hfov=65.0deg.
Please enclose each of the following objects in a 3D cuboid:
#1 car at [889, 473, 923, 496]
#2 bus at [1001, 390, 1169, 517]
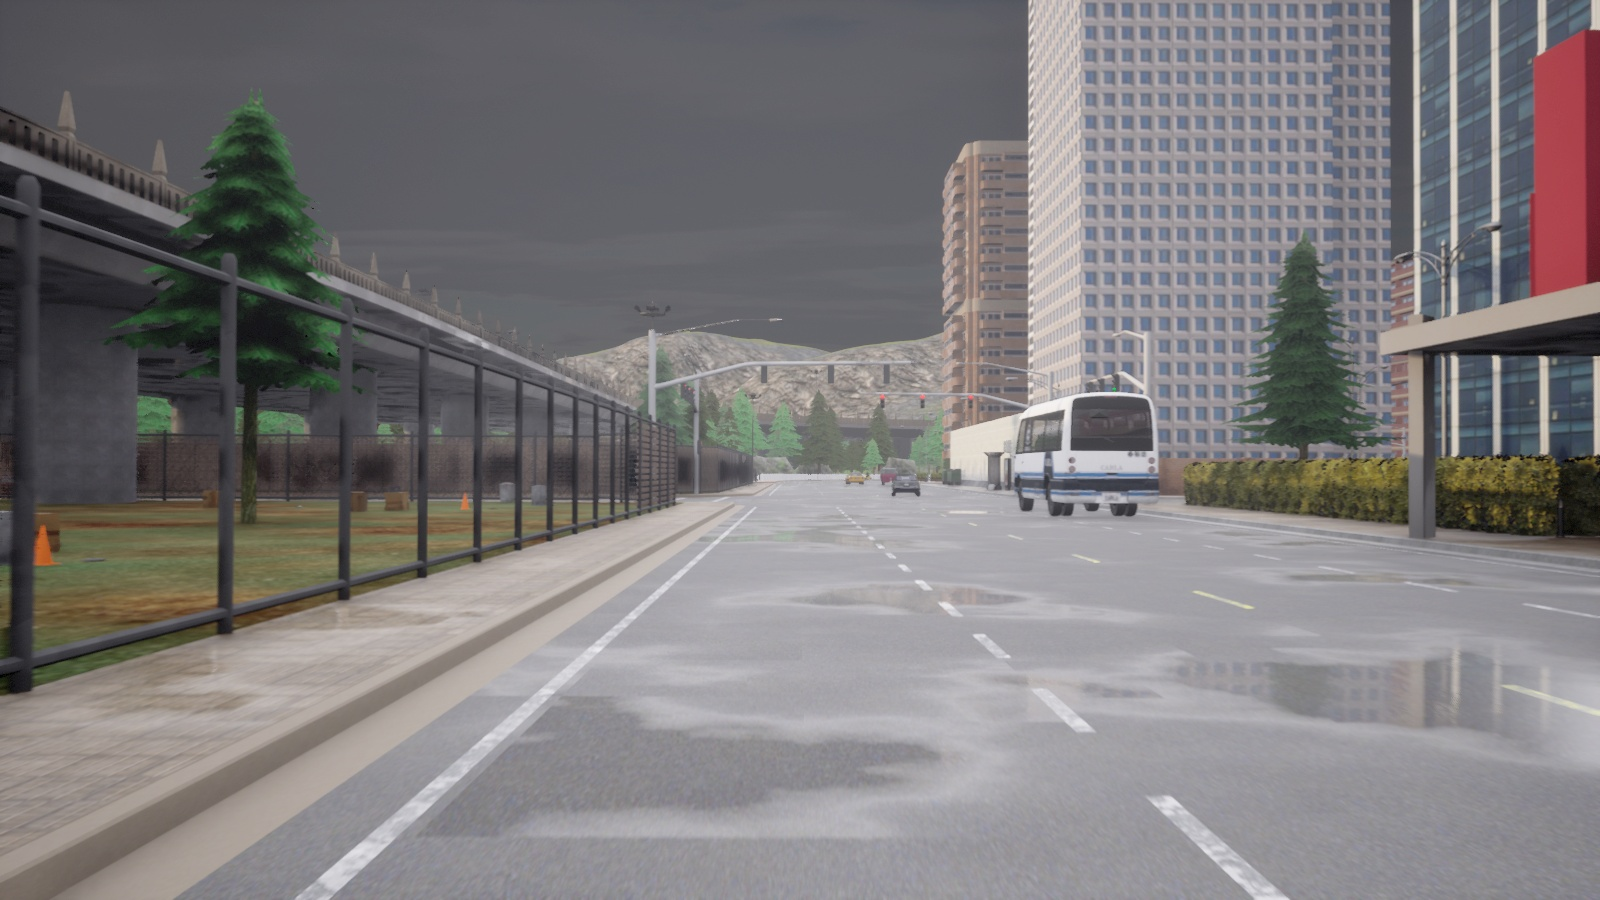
[{"bbox_3d":[6.806,2.189,80.934,2.033,1.411,5.357,0,-1,3],"label":"car"},{"bbox_3d":[10.378,0.189,47.307,3.944,4.253,10.273,0,-1,0],"label":"bus"}]
